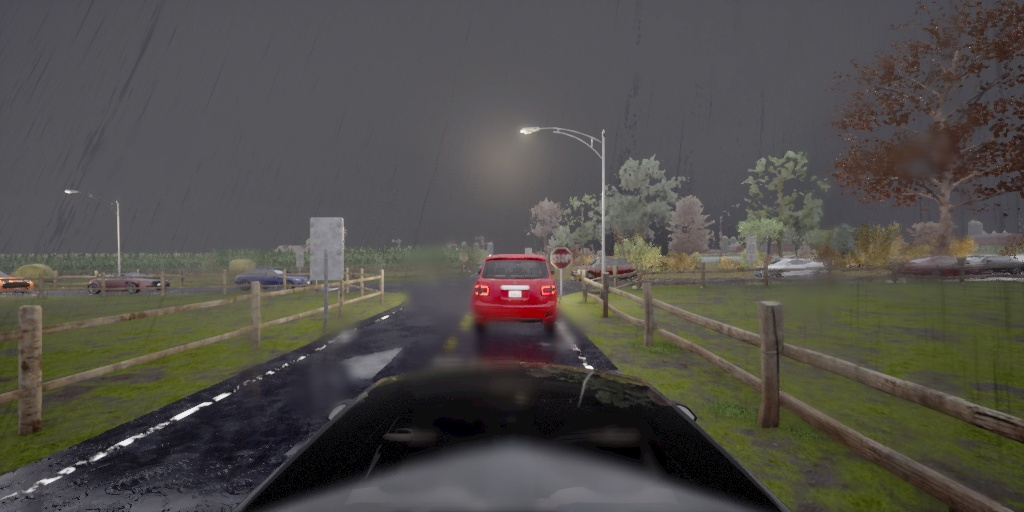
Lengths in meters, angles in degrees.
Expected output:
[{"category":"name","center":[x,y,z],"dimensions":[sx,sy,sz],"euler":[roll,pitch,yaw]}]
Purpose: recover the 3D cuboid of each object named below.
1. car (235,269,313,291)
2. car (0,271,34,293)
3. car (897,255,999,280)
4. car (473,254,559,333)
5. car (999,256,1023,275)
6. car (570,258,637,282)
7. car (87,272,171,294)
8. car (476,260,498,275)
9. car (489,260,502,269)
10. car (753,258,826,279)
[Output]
[{"category":"car","center":[-15.864,1.555,23.968],"dimensions":[4.674,1.442,1.812],"euler":[-1,0,3]},{"category":"car","center":[-35.804,1.758,24.406],"dimensions":[4.553,1.767,2.097],"euler":[-1,0,1]},{"category":"car","center":[27.717,0.774,23.167],"dimensions":[4.674,1.442,1.812],"euler":[-1,0,1]},{"category":"car","center":[0.150,0.972,10.942],"dimensions":[2.150,2.045,5.566],"euler":[0,0,2]},{"category":"car","center":[33.968,0.663,25.980],"dimensions":[4.674,1.442,1.812],"euler":[-1,0,1]},{"category":"car","center":[6.480,0.969,25.850],"dimensions":[4.553,1.767,2.097],"euler":[-1,0,-8]},{"category":"car","center":[-25.782,1.778,24.203],"dimensions":[4.181,1.385,1.994],"euler":[-1,0,1]},{"category":"car","center":[-2.805,1.270,40.890],"dimensions":[2.128,1.511,4.902],"euler":[0,0,0]},{"category":"car","center":[-2.758,1.358,61.058],"dimensions":[2.033,1.411,5.357],"euler":[0,0,1]},{"category":"car","center":[20.186,0.900,26.250],"dimensions":[4.674,1.442,1.812],"euler":[-1,0,1]}]
